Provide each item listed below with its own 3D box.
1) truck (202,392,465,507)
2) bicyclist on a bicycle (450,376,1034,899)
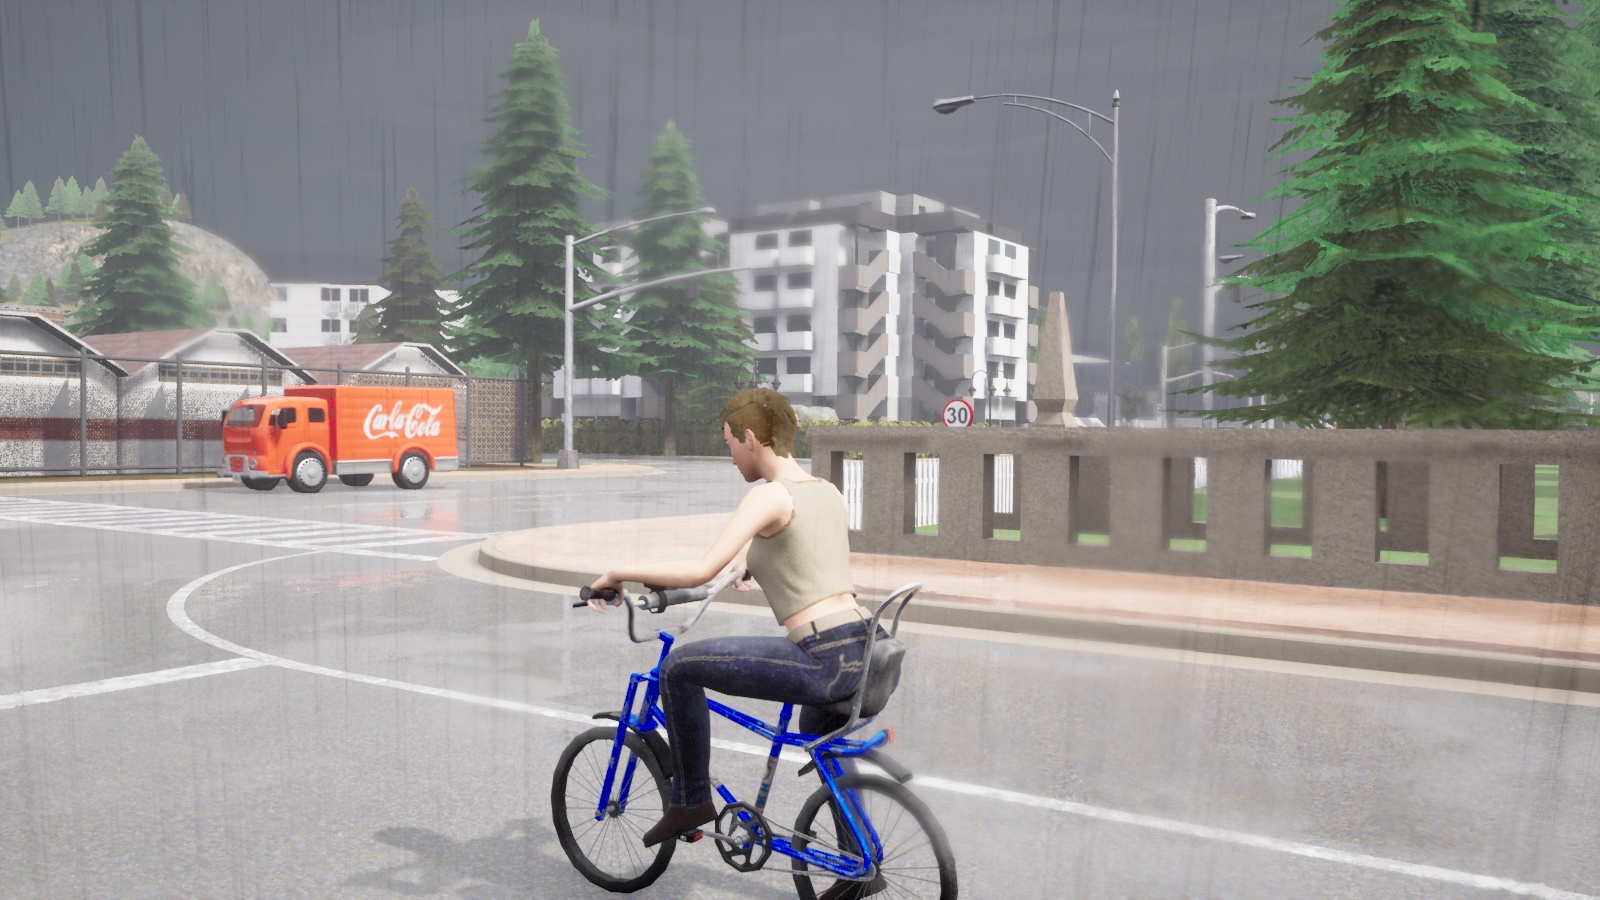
[{"bbox_3d":[-10.922,-0.095,29.797,2.627,2.467,5.204,0,2,35],"label":"truck"},{"bbox_3d":[-0.184,0.623,3.751,1.509,1.612,0.866,0,1,33],"label":"bicyclist on a bicycle"}]
